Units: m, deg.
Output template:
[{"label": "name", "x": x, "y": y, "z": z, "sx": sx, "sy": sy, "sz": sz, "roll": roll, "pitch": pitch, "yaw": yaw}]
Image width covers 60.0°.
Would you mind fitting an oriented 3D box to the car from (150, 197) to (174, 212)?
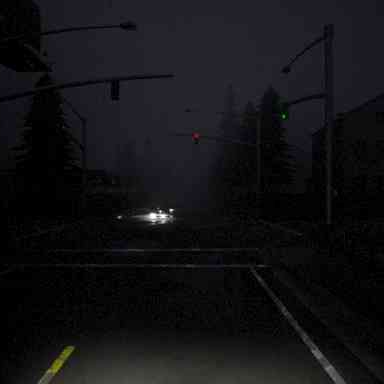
[{"label": "car", "x": -3.618, "y": 1.491, "z": 38.108, "sx": 2.128, "sy": 1.511, "sz": 4.902, "roll": 0, "pitch": 0, "yaw": 0}]
